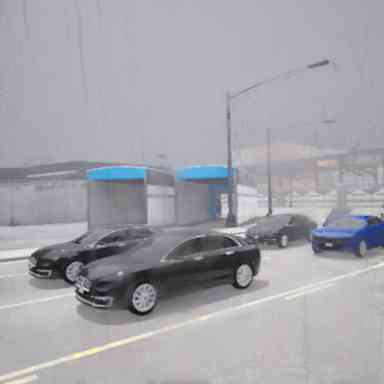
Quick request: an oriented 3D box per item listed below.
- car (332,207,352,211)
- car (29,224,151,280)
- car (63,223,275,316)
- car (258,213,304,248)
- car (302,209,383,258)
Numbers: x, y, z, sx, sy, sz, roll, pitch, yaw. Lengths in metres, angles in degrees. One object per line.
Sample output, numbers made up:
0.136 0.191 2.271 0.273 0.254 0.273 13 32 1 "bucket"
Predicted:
11.439 1.942 25.328 1.837 1.490 4.892 -2 -2 30 "car"
-2.606 1.849 10.857 4.892 1.490 1.837 0 -2 -38 "car"
-0.328 1.735 8.212 4.892 1.490 1.837 0 -2 -38 "car"
4.653 1.859 16.850 4.892 1.490 1.837 0 -2 -44 "car"
6.912 1.719 14.229 5.008 1.535 1.882 0 -2 -44 "car"
